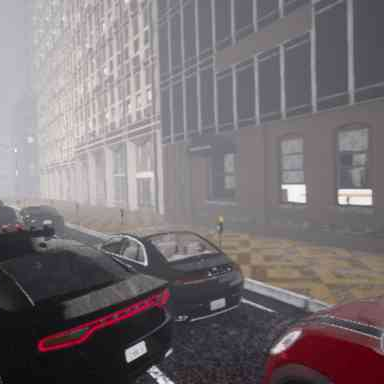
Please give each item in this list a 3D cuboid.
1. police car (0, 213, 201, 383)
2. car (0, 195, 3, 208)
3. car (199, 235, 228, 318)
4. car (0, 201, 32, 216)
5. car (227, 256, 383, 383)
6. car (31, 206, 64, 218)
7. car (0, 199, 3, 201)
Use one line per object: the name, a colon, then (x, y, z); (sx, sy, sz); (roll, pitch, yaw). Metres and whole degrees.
police car: (-2.600, 1.350, 4.780); (5.238, 1.638, 1.930); (0, 2, 38)
car: (-23.504, 1.128, 39.018); (1.887, 1.381, 4.507); (-3, 2, -35)
car: (-0.882, 1.370, 6.591); (2.008, 1.369, 4.403); (-3, 2, -35)
car: (-7.900, 1.345, 13.314); (1.837, 1.490, 4.892); (-3, 2, -34)
car: (2.347, 1.296, 1.955); (1.967, 1.590, 4.097); (-3, 2, -35)
car: (-7.345, 1.315, 15.857); (1.947, 1.339, 4.313); (-3, 2, -35)
car: (-11.212, 1.150, 18.258); (2.097, 1.767, 4.553); (-3, 2, -35)
